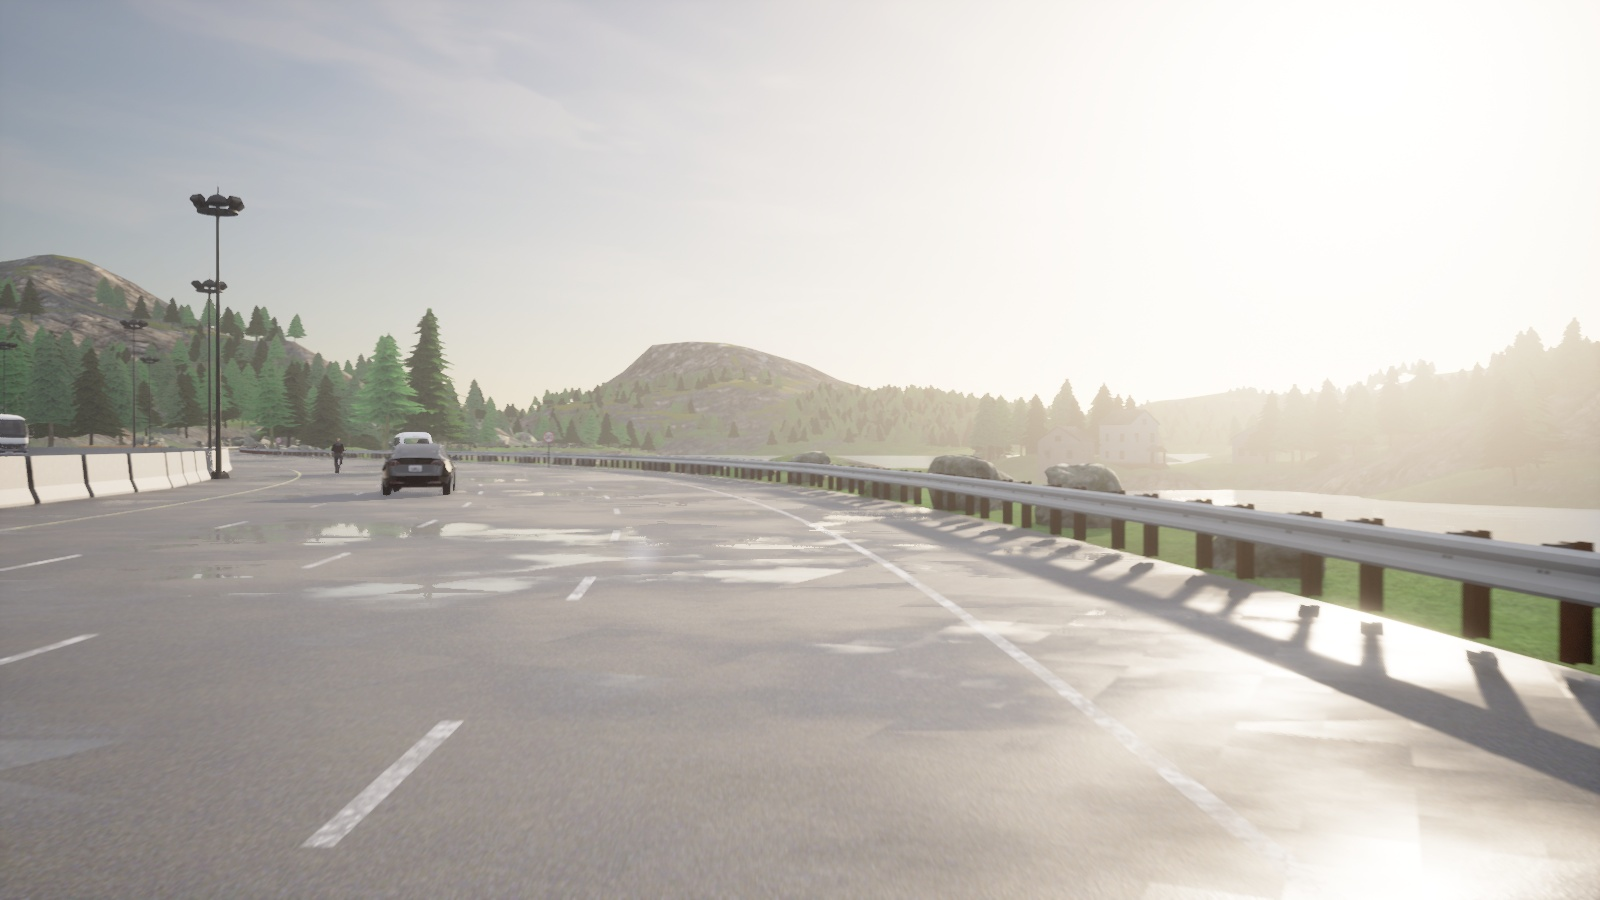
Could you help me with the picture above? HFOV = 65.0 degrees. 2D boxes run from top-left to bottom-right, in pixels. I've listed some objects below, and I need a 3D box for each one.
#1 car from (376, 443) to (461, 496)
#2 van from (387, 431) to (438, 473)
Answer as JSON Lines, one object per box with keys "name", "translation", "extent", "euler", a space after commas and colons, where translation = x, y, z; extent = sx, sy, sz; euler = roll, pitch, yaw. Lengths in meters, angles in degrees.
{"name": "car", "translation": [-11.453, 0.527, 37.975], "extent": [2.163, 1.488, 4.792], "euler": [0, 0, -13]}
{"name": "van", "translation": [-19.612, 0.103, 63.442], "extent": [2.069, 2.038, 4.480], "euler": [0, 0, -22]}
